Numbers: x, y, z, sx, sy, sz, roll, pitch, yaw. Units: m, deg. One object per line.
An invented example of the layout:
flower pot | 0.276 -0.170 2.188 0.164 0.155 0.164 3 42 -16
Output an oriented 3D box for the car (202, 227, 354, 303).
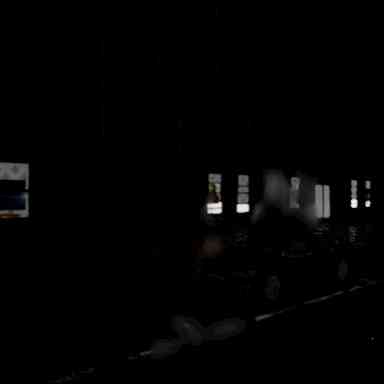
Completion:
car | 2.250 1.576 8.178 4.403 1.369 2.008 0 0 -36

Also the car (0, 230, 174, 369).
car | -2.378 1.443 4.866 4.097 1.590 1.967 0 0 -36
